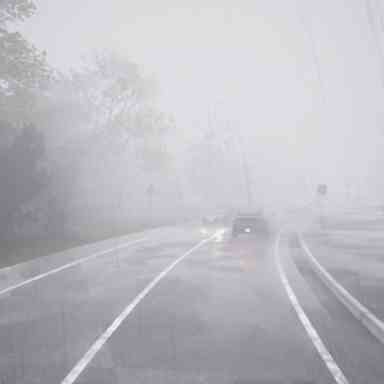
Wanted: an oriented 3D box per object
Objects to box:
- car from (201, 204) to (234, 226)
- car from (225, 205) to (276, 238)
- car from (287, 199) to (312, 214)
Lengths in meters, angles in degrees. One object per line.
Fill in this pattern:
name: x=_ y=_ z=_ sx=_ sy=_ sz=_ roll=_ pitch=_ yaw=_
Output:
car: x=2.248 y=1.634 z=24.751 sx=2.128 sy=1.511 sz=4.902 roll=-2 pitch=-1 yaw=24
car: x=3.363 y=1.545 z=17.945 sx=1.837 sy=1.490 sz=4.892 roll=-2 pitch=0 yaw=18
car: x=11.117 y=1.419 z=34.381 sx=1.812 sy=1.442 sz=4.674 roll=-3 pitch=0 yaw=30
